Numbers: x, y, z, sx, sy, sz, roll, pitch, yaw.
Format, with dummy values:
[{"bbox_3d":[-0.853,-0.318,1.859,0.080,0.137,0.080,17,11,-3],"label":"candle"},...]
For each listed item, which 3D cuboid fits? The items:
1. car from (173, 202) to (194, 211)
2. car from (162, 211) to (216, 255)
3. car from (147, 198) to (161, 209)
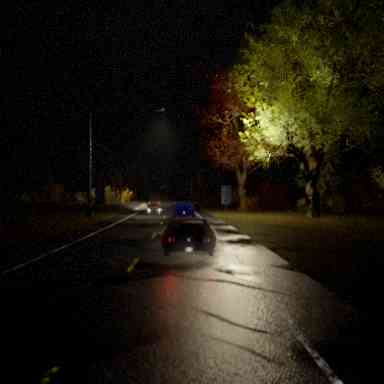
[{"bbox_3d":[-0.808,1.664,31.567,1.882,1.535,5.008,0,0,-3],"label":"car"},{"bbox_3d":[-0.138,1.680,13.592,1.895,1.301,4.718,0,0,-1],"label":"car"},{"bbox_3d":[-5.885,1.678,52.231,2.097,1.767,4.553,0,0,-5],"label":"car"}]
